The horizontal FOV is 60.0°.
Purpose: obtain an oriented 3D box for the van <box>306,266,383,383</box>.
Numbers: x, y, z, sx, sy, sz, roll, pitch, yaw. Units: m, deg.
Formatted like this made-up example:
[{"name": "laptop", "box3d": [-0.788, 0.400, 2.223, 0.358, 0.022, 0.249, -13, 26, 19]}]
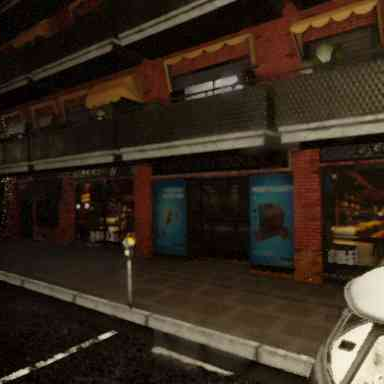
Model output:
[{"name": "van", "box3d": [2.411, 1.340, 1.177, 3.998, 1.788, 1.690, 0, -1, 36]}]
